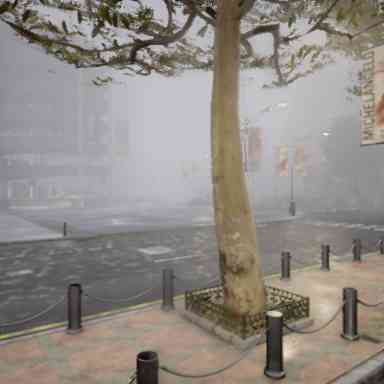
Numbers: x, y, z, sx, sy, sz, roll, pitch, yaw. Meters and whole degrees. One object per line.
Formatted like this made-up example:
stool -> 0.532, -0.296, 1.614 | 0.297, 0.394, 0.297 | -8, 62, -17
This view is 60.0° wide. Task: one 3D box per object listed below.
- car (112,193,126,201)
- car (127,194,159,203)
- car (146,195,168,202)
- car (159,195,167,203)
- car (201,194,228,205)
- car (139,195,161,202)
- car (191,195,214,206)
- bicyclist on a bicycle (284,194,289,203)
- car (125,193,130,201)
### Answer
car -> -18.660, 1.531, 78.063 | 4.718, 1.301, 1.895 | 0, 0, 11
car -> -9.796, 1.531, 66.586 | 5.357, 1.411, 2.033 | 0, 0, 34
car -> -8.170, 1.504, 77.767 | 4.902, 1.511, 2.128 | 0, 0, 26
car -> -7.142, 1.533, 68.981 | 4.181, 1.385, 1.994 | 0, 0, 36
car -> 3.790, 1.329, 57.230 | 2.097, 1.767, 4.553 | 0, 0, -37
car -> -9.374, 1.505, 74.464 | 4.674, 1.442, 1.812 | 0, 0, 26
car -> 1.723, 1.505, 54.120 | 1.812, 1.442, 4.674 | 0, 0, -37
bicyclist on a bicycle -> 17.770, 1.265, 62.665 | 1.656, 1.620, 0.582 | 0, 0, -36
car -> -17.737, 1.150, 81.439 | 5.566, 2.045, 2.150 | 0, 0, 11
